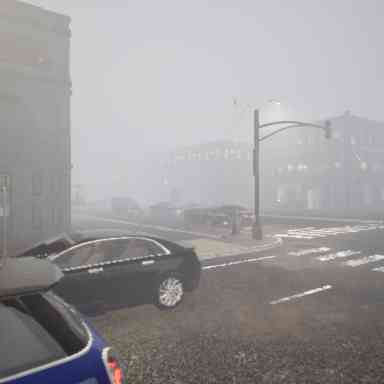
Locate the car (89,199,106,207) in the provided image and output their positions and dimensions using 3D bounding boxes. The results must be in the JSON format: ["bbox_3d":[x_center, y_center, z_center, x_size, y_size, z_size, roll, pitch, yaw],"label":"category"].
[{"bbox_3d":[-19.404,2.227,68.111,1.887,1.381,4.507,-1,0,-36],"label":"car"}]

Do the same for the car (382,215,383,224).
[{"bbox_3d":[14.473,1.496,20.785,4.902,1.511,2.128,0,0,-6],"label":"car"}]

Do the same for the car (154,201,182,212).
[{"bbox_3d":[-3.325,1.966,45.584,1.802,1.307,4.206,-2,0,-36],"label":"car"}]

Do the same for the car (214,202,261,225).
[{"bbox_3d":[3.338,1.745,26.303,1.812,1.442,4.674,-1,0,-35],"label":"car"}]

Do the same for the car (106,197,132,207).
[{"bbox_3d":[-8.748,1.677,43.259,2.150,2.045,5.566,-1,0,-35],"label":"car"}]

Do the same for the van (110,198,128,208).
[{"bbox_3d":[-12.978,1.907,59.100,1.690,1.788,3.998,-1,0,-36],"label":"van"}]

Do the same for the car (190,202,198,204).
[{"bbox_3d":[-0.111,1.903,41.079,1.802,1.307,4.206,-2,0,-36],"label":"car"}]

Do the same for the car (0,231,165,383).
[{"bbox_3d":[-2.662,1.351,1.783,4.553,1.767,2.097,0,0,-36],"label":"car"}]

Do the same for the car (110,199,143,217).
[{"bbox_3d":[-6.934,1.846,36.209,1.967,1.590,4.097,-1,0,-36],"label":"car"}]

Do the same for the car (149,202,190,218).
[{"bbox_3d":[-2.707,1.830,34.764,2.128,1.511,4.902,-1,0,-36],"label":"car"}]

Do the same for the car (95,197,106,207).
[{"bbox_3d":[-16.194,1.939,63.605,2.192,1.841,5.009,-1,0,-36],"label":"car"}]

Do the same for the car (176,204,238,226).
[{"bbox_3d":[1.031,1.814,24.843,1.947,1.339,4.313,-2,0,-36],"label":"car"}]

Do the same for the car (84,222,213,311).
[{"bbox_3d":[-2.051,1.505,6.216,4.892,1.490,1.837,0,0,-36],"label":"car"}]

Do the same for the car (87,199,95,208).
[{"bbox_3d":[-19.219,2.159,63.412,2.128,1.511,4.902,-1,0,-36],"label":"car"}]
